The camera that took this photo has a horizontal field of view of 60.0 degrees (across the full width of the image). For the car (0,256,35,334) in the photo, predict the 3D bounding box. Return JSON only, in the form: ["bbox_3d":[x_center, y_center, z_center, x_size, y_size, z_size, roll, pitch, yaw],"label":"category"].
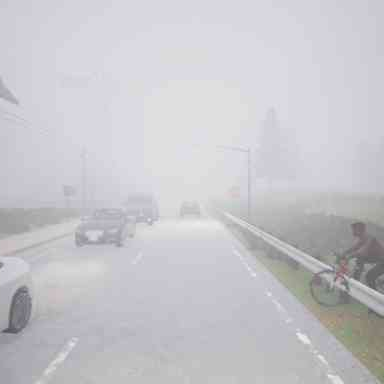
[{"bbox_3d":[-3.628,1.526,4.052,1.812,1.442,4.674,0,0,0],"label":"car"}]

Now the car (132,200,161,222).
[{"bbox_3d":[-3.799,1.557,28.471,1.812,1.442,4.674,0,2,0],"label":"car"}]

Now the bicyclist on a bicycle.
[{"bbox_3d":[3.026,1.376,5.924,1.656,1.620,0.582,8,2,14],"label":"bicyclist on a bicycle"}]

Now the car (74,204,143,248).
[{"bbox_3d":[-3.719,1.491,14.938,2.128,1.511,4.902,0,0,0],"label":"car"}]

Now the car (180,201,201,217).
[{"bbox_3d":[-0.166,1.547,31.439,2.033,1.411,5.357,0,0,-1],"label":"car"}]

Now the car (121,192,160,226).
[{"bbox_3d":[-3.694,1.158,23.792,2.150,2.045,5.566,0,3,-1],"label":"car"}]

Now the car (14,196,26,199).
[{"bbox_3d":[-32.841,1.520,63.499,1.784,1.438,3.905,0,0,-1],"label":"car"}]
